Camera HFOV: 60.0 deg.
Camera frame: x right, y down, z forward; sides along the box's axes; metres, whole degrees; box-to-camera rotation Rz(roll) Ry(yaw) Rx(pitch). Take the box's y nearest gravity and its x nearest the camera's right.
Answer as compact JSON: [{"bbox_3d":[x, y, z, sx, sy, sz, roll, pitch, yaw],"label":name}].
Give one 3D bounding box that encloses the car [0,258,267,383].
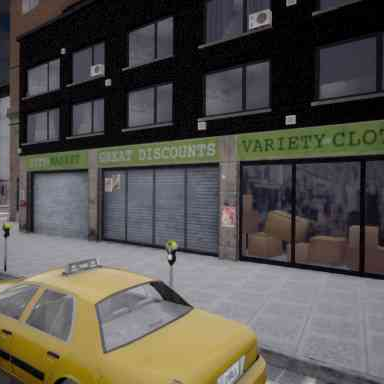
[{"bbox_3d":[-1.540,1.524,4.190,4.829,1.417,1.752,0,1,36],"label":"car"}]
